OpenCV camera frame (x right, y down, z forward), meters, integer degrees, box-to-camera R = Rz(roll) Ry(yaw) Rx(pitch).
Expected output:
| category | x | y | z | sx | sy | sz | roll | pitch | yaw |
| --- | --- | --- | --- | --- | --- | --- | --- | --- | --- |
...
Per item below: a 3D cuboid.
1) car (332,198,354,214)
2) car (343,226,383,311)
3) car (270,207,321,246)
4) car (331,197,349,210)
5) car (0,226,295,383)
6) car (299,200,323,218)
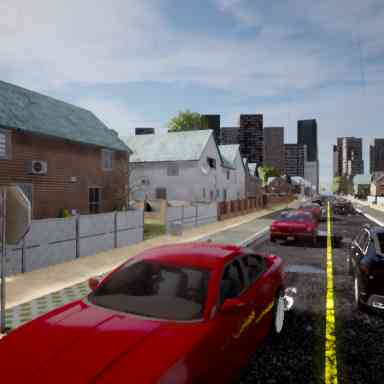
| category | x | y | z | sx | sy | sz | roll | pitch | yaw |
| --- | --- | --- | --- | --- | --- | --- | --- | --- | --- |
| car | 15.905 | 1.504 | 34.987 | 2.128 | 1.511 | 4.902 | 0 | 0 | 23 |
| car | 4.534 | 1.507 | 7.352 | 1.837 | 1.490 | 4.892 | 0 | 0 | 22 |
| car | 4.893 | 1.609 | 15.735 | 1.895 | 1.301 | 4.718 | 0 | 0 | 22 |
| car | 19.797 | 1.508 | 44.597 | 2.128 | 1.511 | 4.902 | 0 | 0 | 22 |
| car | -0.106 | 1.483 | 4.389 | 1.882 | 1.535 | 5.008 | 0 | 0 | 27 |
| car | 9.453 | 1.613 | 26.846 | 1.895 | 1.301 | 4.718 | 0 | 0 | 22 |
